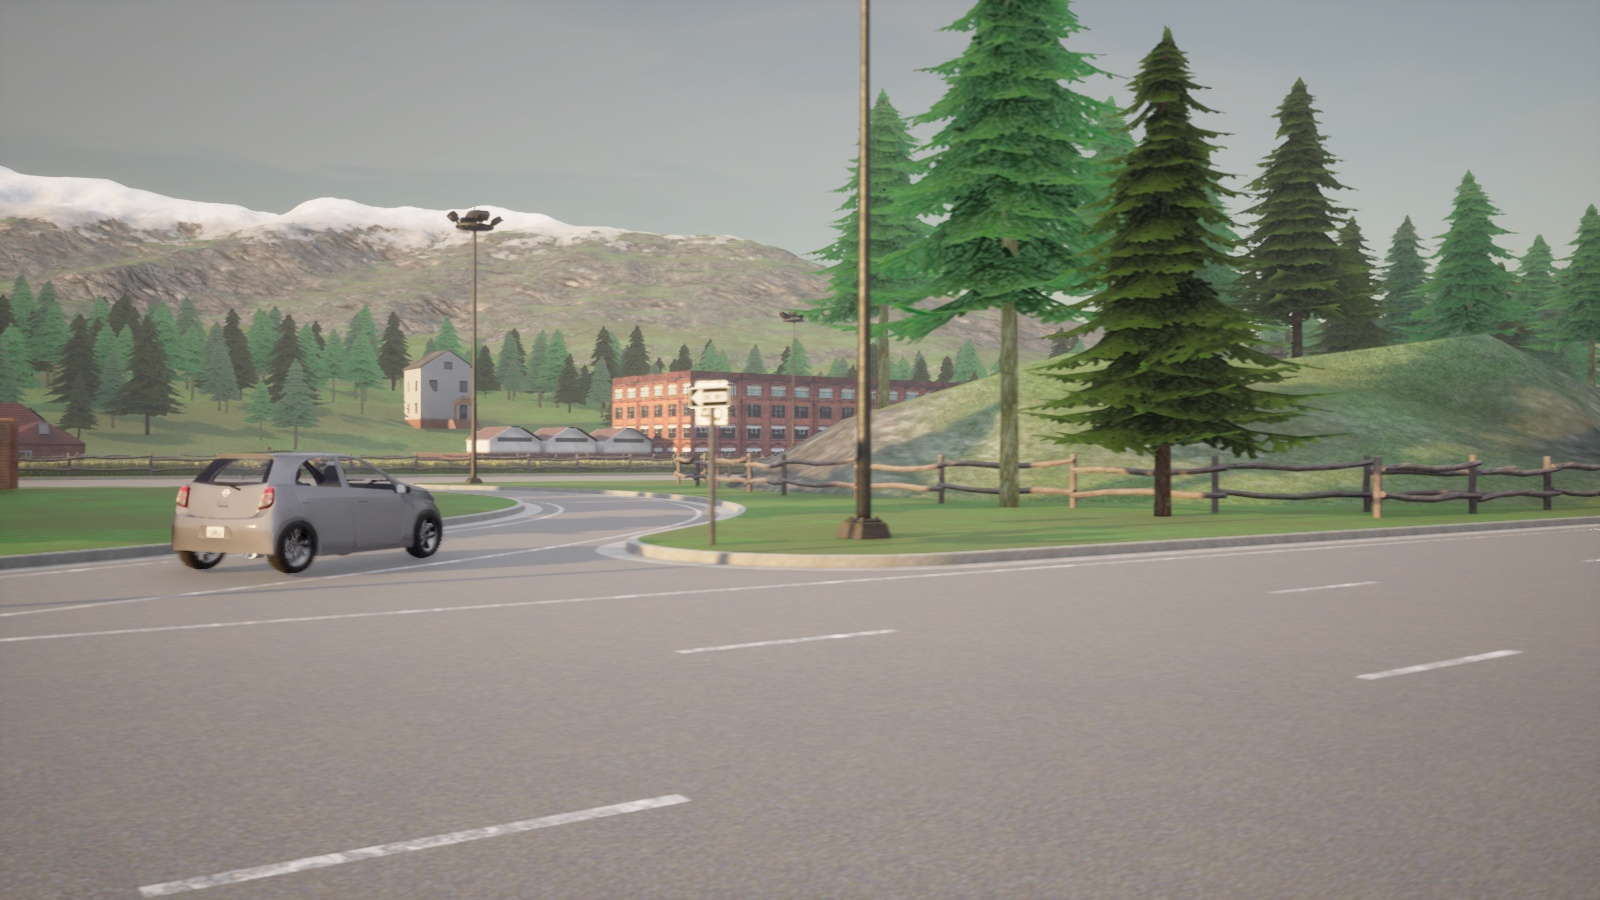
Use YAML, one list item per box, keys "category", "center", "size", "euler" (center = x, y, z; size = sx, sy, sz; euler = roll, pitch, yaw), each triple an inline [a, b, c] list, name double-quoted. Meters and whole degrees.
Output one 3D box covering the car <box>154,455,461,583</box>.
- category: "car"
  center: [-6.384, 0.818, 16.703]
  size: [1.845, 1.501, 3.633]
  euler: [0, 0, 21]
